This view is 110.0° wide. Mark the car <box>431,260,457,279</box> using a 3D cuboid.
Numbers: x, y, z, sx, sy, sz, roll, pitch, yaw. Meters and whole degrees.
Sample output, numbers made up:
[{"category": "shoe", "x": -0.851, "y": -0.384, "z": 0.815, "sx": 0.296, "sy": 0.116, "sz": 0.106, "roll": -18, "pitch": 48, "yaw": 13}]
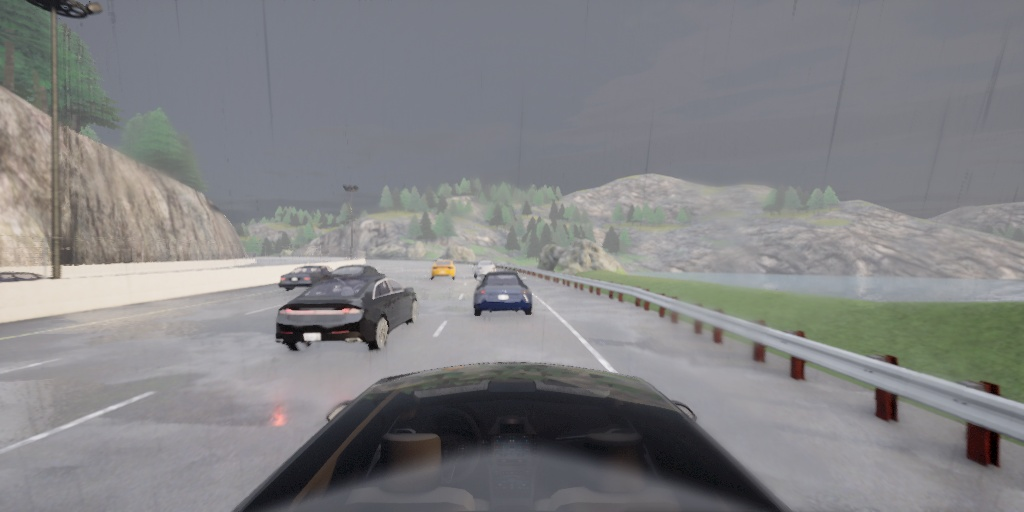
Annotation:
[{"category": "car", "x": -5.731, "y": 1.089, "z": 30.248, "sx": 1.882, "sy": 1.535, "sz": 5.008, "roll": 0, "pitch": 0, "yaw": -8}]

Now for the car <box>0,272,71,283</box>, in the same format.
[{"category": "car", "x": -21.532, "y": 1.384, "z": 14.853, "sx": 2.033, "sy": 1.411, "sz": 5.357, "roll": 0, "pitch": 0, "yaw": -5}]

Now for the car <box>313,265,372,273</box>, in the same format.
[{"category": "car", "x": -7.763, "y": 1.168, "z": 18.070, "sx": 1.882, "sy": 1.535, "sz": 5.008, "roll": 0, "pitch": 0, "yaw": -5}]

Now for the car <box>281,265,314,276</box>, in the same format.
[{"category": "car", "x": -11.535, "y": 1.237, "z": 21.097, "sx": 2.033, "sy": 1.411, "sz": 5.357, "roll": 0, "pitch": 0, "yaw": -6}]

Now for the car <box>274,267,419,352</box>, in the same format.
[{"category": "car", "x": -3.647, "y": 1.218, "z": 8.829, "sx": 2.128, "sy": 1.511, "sz": 4.902, "roll": 0, "pitch": 0, "yaw": -2}]

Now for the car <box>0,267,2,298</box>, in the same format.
[{"category": "car", "x": -25.021, "y": 1.288, "z": 14.573, "sx": 1.837, "sy": 1.490, "sz": 4.892, "roll": 0, "pitch": 0, "yaw": -5}]

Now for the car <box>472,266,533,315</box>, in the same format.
[{"category": "car", "x": -0.384, "y": 1.249, "z": 13.239, "sx": 1.994, "sy": 1.385, "sz": 4.181, "roll": 0, "pitch": 0, "yaw": -3}]

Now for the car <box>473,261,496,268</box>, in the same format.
[{"category": "car", "x": -2.340, "y": 1.117, "z": 31.103, "sx": 1.812, "sy": 1.442, "sz": 4.674, "roll": 0, "pitch": 0, "yaw": -9}]
